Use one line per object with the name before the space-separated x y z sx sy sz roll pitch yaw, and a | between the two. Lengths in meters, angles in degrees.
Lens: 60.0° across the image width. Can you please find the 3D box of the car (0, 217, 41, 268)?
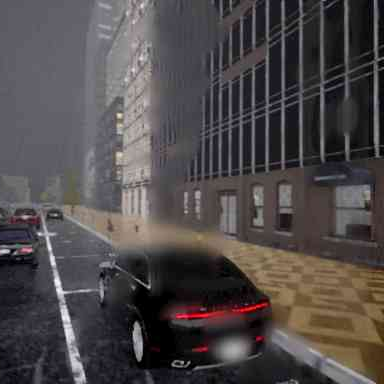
car | -6.561 1.861 12.038 2.033 1.411 5.357 2 -2 -25

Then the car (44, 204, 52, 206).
car | -25.410 2.996 58.983 1.967 1.590 4.097 2 -2 -25

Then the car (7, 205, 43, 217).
car | -13.741 2.067 27.570 2.097 1.767 4.553 2 -2 -25

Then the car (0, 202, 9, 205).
car | -37.800 3.047 65.814 1.967 1.590 4.097 2 -2 -25

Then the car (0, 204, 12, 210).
car | -42.579 3.433 76.141 1.947 1.339 4.313 2 -2 -25

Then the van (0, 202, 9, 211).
van | -40.187 3.078 70.984 1.690 1.788 3.998 2 -2 -25

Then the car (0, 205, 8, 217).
car | -21.037 2.390 35.852 1.837 1.490 4.892 2 -2 -24

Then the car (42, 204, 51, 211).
car | -32.649 3.476 74.630 1.752 1.417 4.829 2 -2 -25

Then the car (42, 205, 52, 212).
car | -30.190 3.398 69.309 1.802 1.307 4.206 2 -2 -25

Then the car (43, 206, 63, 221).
car | -15.860 2.595 38.320 1.947 1.339 4.313 2 -2 -25

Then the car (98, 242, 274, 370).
car | -0.511 1.708 6.208 1.837 1.490 4.892 2 -2 -25
